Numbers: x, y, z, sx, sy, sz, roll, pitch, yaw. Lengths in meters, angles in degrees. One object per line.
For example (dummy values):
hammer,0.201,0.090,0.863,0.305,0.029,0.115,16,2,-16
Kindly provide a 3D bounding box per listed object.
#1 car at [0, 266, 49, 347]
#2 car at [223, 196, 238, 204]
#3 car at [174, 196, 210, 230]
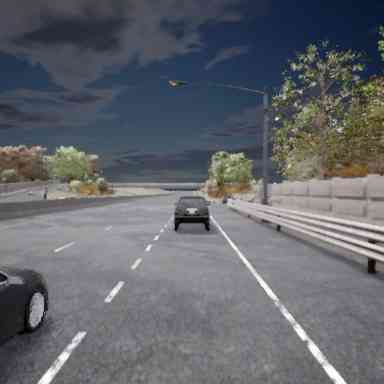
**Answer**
car,-3.402,1.510,3.884,1.837,1.490,4.892,0,0,0
car,9.126,1.936,79.055,2.150,2.045,5.566,0,-1,27
car,-0.005,1.260,21.768,2.150,2.045,5.566,0,0,0
